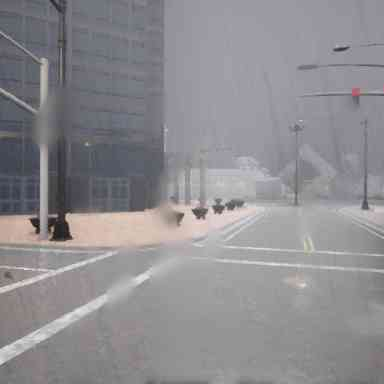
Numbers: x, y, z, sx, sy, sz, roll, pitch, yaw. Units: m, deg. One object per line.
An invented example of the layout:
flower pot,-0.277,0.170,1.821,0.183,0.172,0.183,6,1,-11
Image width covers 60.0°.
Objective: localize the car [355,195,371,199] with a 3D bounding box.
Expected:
car,42.520,1.394,85.666,2.128,1.511,4.902,0,0,-35
